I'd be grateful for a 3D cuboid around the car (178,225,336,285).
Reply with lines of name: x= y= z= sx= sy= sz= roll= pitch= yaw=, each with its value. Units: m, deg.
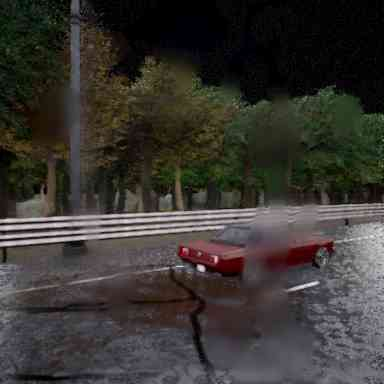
car: x=2.039 y=1.600 z=9.509 sx=4.718 sy=1.301 sz=1.895 roll=0 pitch=0 yaw=-35
